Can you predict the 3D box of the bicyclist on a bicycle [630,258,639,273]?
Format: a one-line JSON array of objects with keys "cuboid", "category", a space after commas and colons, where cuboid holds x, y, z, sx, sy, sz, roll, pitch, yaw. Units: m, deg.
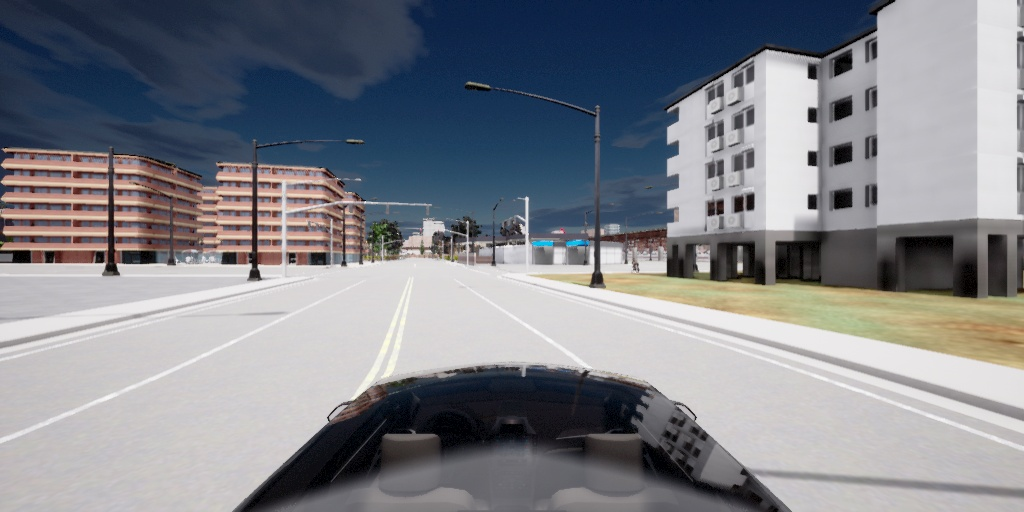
[{"cuboid": [13.531, 1.025, 39.528, 0.582, 1.620, 1.656, 0, 0, -14], "category": "bicyclist on a bicycle"}]
